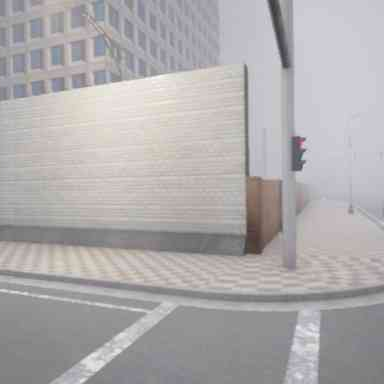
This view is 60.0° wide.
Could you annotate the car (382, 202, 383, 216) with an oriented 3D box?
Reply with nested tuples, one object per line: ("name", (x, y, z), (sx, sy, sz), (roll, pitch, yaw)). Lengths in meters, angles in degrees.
("car", (14.221, 1.017, 22.616), (1.837, 1.490, 4.892), (-1, 1, 22))
